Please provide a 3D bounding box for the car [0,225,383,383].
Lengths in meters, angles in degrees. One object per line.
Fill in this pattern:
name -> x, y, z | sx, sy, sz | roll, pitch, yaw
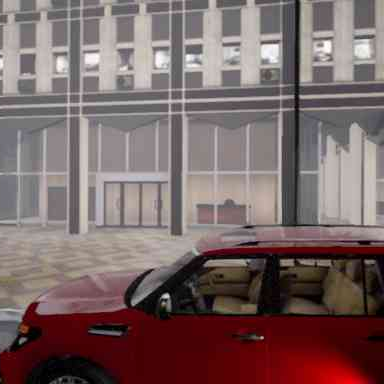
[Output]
car -> 0.676, 1.319, 3.557 | 5.009, 1.841, 2.192 | 0, 0, 8

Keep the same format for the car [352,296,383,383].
car -> 3.411, 1.511, 1.317 | 4.674, 1.442, 1.812 | 0, 0, 9
